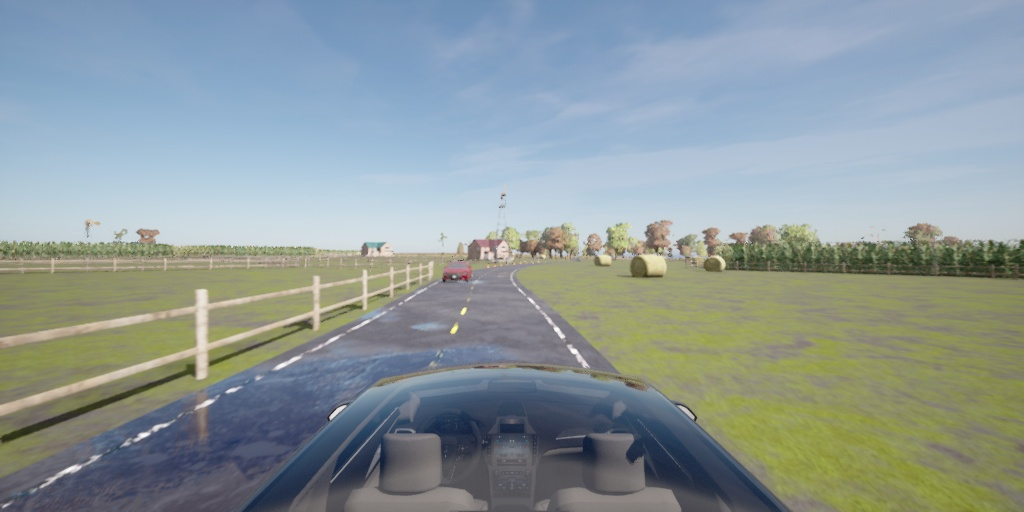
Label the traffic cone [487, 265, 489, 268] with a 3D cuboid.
[{"bbox_3d":[-3.707,1.563,55.664,0.340,0.580,0.340,0,0,8],"label":"traffic cone"}]

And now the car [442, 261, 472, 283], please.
[{"bbox_3d":[-4.084,1.153,27.268,1.882,1.535,5.008,0,0,-2],"label":"car"}]

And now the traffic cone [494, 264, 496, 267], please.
[{"bbox_3d":[-2.908,1.554,60.679,0.340,0.580,0.340,0,0,10],"label":"traffic cone"}]
